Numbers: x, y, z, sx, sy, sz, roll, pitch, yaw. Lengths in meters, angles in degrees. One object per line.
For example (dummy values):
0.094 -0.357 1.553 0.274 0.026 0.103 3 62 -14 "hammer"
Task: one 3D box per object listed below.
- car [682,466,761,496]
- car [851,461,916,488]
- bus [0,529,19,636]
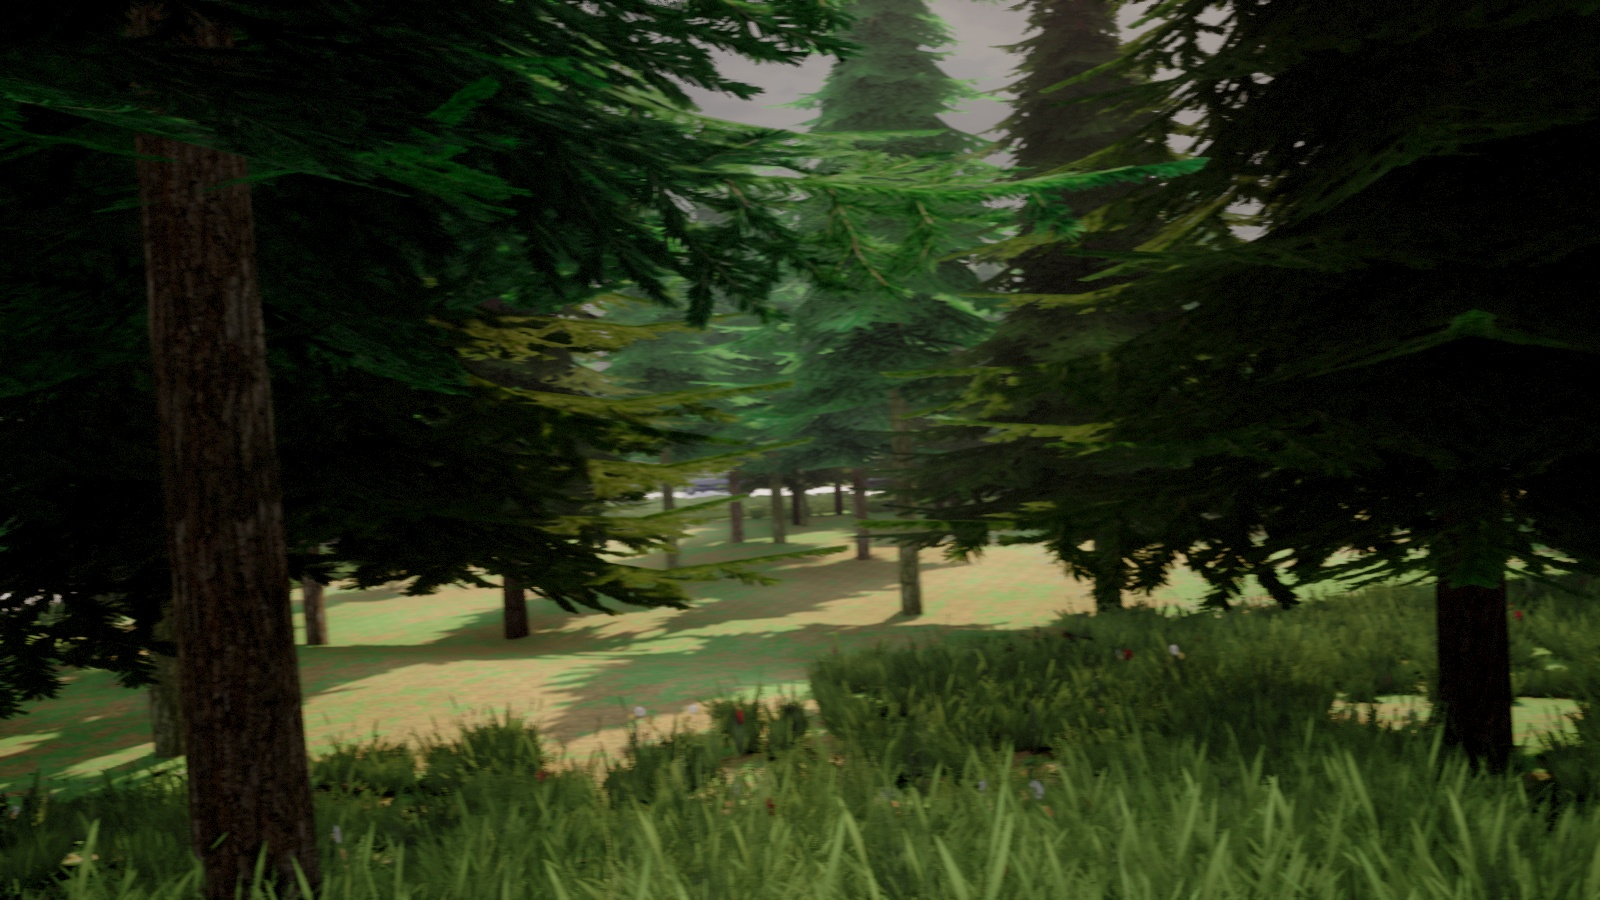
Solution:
-5.548 2.216 89.104 5.027 1.651 2.152 -4 3 23 "car"
5.608 1.645 84.439 3.806 1.475 1.970 -4 3 23 "car"
-36.087 5.892 47.560 3.944 4.253 10.273 -4 3 23 "bus"
